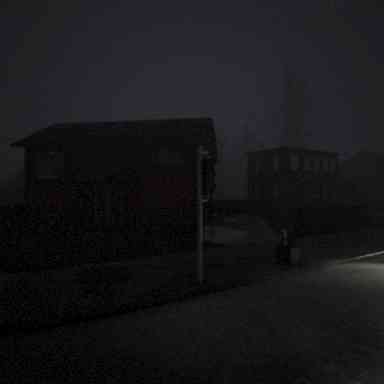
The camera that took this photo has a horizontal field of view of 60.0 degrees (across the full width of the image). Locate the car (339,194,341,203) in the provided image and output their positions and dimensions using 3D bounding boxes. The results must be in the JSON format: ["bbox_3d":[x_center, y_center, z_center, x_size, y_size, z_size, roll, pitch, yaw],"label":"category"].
[{"bbox_3d":[13.249,0.936,33.021,3.866,1.878,1.905,0,0,-35],"label":"car"}]
